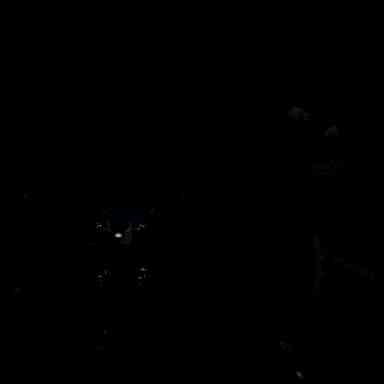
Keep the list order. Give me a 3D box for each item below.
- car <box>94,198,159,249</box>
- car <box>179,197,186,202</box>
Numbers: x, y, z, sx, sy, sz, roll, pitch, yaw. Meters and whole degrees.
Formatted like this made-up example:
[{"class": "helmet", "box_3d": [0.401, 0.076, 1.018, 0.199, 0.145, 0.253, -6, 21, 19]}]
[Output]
[{"class": "car", "box_3d": [-2.838, 1.338, 15.608, 2.150, 2.045, 5.566, 0, 0, 0]}, {"class": "car", "box_3d": [-2.682, 2.124, 91.759, 1.812, 1.442, 4.674, 0, 0, 0]}]
